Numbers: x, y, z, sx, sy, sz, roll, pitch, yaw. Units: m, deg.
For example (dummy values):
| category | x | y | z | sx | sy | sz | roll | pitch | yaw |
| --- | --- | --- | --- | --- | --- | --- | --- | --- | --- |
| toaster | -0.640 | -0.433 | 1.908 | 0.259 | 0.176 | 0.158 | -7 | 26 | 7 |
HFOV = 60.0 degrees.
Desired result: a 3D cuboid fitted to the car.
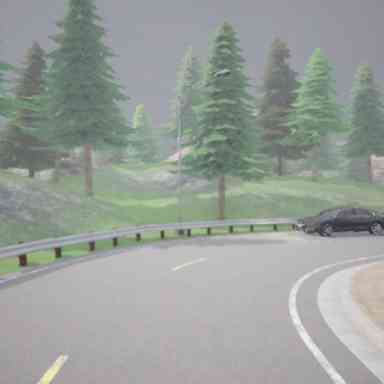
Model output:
| category | x | y | z | sx | sy | sz | roll | pitch | yaw |
| --- | --- | --- | --- | --- | --- | --- | --- | --- | --- |
| car | 7.921 | 1.514 | 17.665 | 4.892 | 1.490 | 1.837 | 0 | -1 | -12 |
